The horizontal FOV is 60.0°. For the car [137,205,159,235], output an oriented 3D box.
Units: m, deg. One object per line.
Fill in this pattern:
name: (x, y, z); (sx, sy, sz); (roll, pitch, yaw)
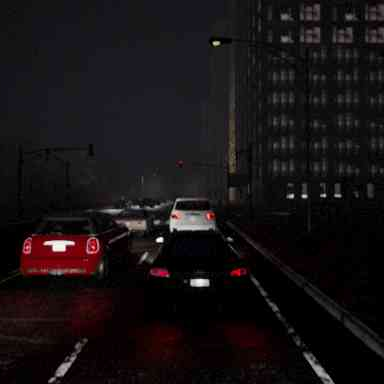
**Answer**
car: (-3.226, 1.631, 18.972); (1.895, 1.301, 4.718); (0, 0, -1)

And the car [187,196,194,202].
car: (-0.338, 1.803, 89.421); (1.882, 1.535, 5.008); (0, -1, 0)

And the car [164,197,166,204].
car: (-6.778, 1.840, 73.529); (2.128, 1.511, 4.902); (0, 0, 0)

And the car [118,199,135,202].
car: (-10.025, 1.756, 48.727); (1.895, 1.301, 4.718); (0, 0, 0)

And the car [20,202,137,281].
car: (-3.187, 1.363, 10.077); (2.097, 1.767, 4.553); (0, 0, 0)

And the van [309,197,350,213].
van: (15.794, 1.443, 38.218); (3.998, 1.788, 1.690); (0, -1, -1)

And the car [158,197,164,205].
car: (-6.789, 1.823, 60.426); (1.895, 1.301, 4.718); (0, 0, 0)

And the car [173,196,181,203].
car: (-3.548, 1.832, 78.987); (1.882, 1.535, 5.008); (0, -1, 0)

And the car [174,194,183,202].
car: (-3.588, 1.551, 89.441); (2.150, 2.045, 5.566); (0, -1, 0)

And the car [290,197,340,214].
car: (13.322, 1.582, 35.569); (5.357, 1.411, 2.033); (0, -2, -1)

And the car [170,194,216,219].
car: (0.035, 1.248, 17.287); (2.150, 2.045, 5.566); (0, 0, 0)

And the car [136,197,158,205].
car: (-6.777, 1.669, 50.542); (1.837, 1.490, 4.892); (0, 0, 0)

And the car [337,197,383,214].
car: (16.206, 1.378, 30.197); (4.829, 1.417, 1.752); (0, -1, -1)

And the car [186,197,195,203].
car: (-0.298, 1.894, 78.999); (2.033, 1.411, 5.357); (0, -1, 0)

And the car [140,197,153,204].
car: (-10.026, 1.837, 73.158); (2.128, 1.511, 4.902); (0, 0, 0)

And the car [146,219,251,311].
car: (0.085, 1.571, 7.872); (1.994, 1.385, 4.181); (0, 0, -2)
